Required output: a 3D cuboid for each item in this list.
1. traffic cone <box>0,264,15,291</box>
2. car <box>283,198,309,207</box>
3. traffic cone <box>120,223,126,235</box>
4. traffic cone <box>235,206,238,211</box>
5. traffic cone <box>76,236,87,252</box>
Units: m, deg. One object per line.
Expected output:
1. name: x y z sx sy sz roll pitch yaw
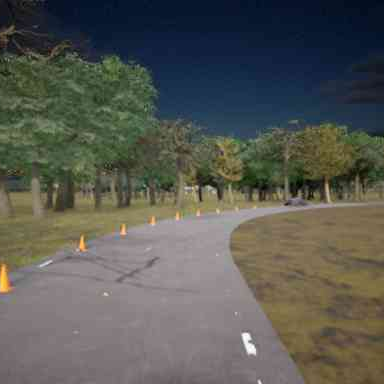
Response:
1. traffic cone: -4.378 1.978 7.754 0.340 0.580 0.340 0 0 0
2. car: 16.246 1.594 51.617 2.033 1.411 5.357 0 0 45
3. traffic cone: -3.714 2.006 18.093 0.340 0.580 0.340 0 0 9
4. traffic cone: 5.670 2.069 42.212 0.340 0.580 0.340 0 0 34
5. traffic cone: -4.266 1.992 12.905 0.340 0.580 0.340 0 0 4
